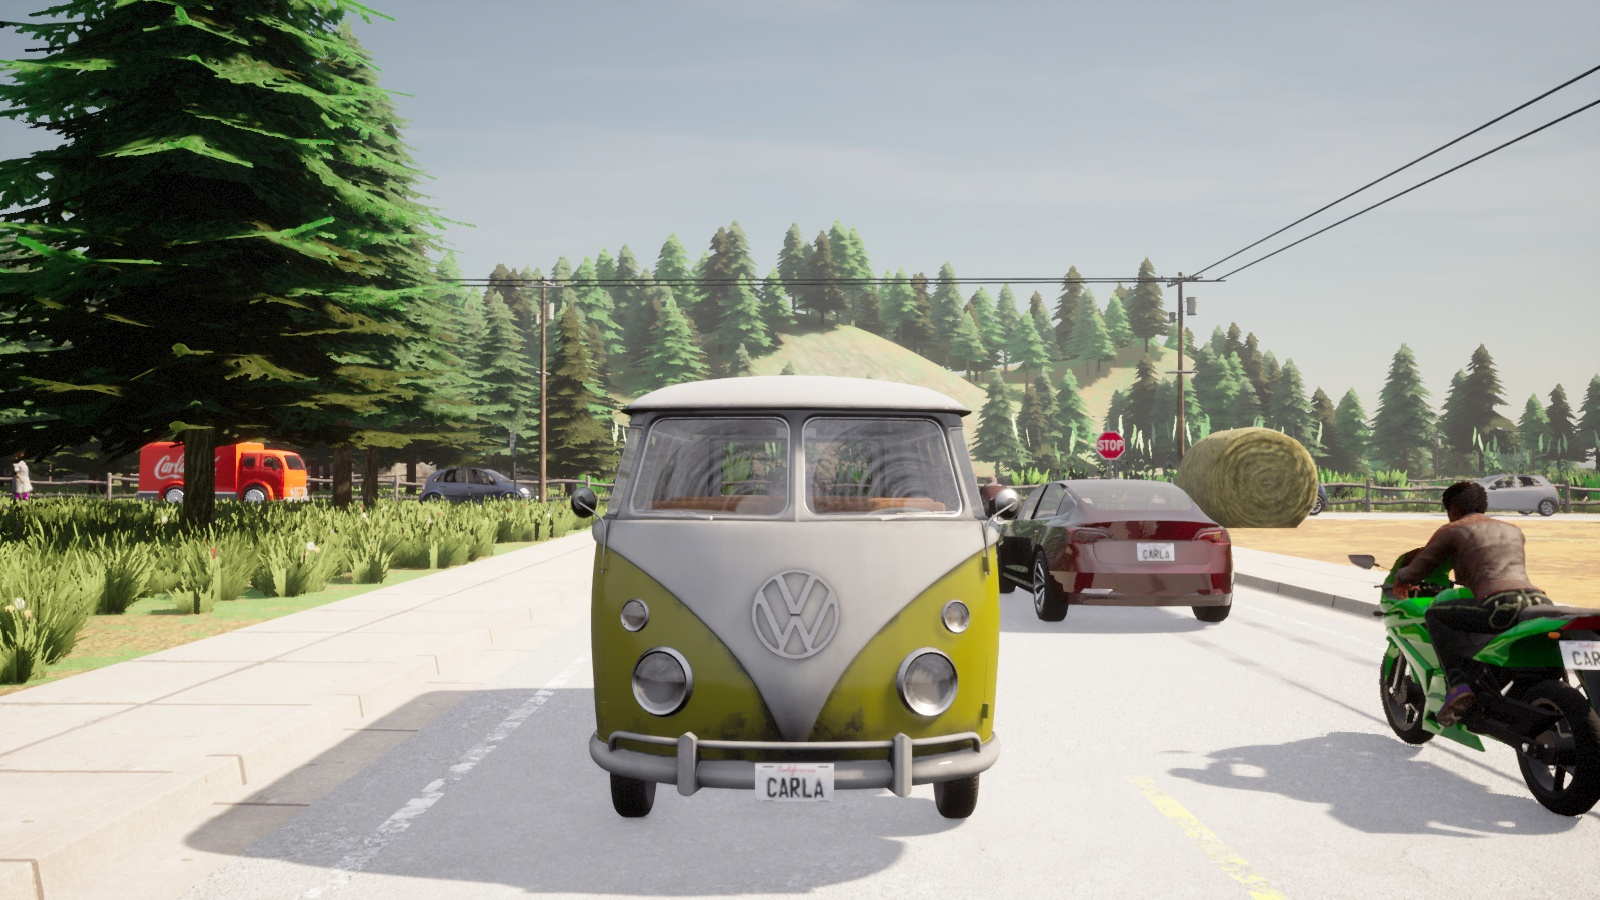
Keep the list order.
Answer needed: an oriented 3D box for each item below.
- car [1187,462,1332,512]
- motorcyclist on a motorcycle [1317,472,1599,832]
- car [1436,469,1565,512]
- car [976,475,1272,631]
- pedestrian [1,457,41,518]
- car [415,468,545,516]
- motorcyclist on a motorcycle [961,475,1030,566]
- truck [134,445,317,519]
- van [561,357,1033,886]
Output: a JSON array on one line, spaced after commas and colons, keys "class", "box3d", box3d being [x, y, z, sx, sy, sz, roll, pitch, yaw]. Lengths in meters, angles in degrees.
[{"class": "car", "box3d": [16.717, 1.340, 45.861, 4.553, 1.767, 2.097, 0, -1, 3]}, {"class": "motorcyclist on a motorcycle", "box3d": [3.484, 0.893, 6.462, 0.797, 1.523, 2.044, 0, 0, 0]}, {"class": "car", "box3d": [25.302, 1.454, 45.461, 3.633, 1.501, 1.845, 0, -1, 3]}, {"class": "car", "box3d": [3.466, 1.044, 14.535, 2.163, 1.488, 4.792, 0, -1, 0]}, {"class": "pedestrian", "box3d": [-25.111, 1.218, 40.493, 0.873, 1.952, 0.659, 0, -1, 0]}, {"class": "car", "box3d": [-11.075, 1.453, 43.640, 3.988, 1.617, 1.851, 0, -1, 3]}, {"class": "motorcyclist on a motorcycle", "box3d": [3.447, 1.210, 22.362, 0.866, 1.530, 2.191, 0, -1, 0]}, {"class": "truck", "box3d": [-20.062, 1.111, 44.039, 5.204, 2.467, 2.627, 0, -1, 2]}, {"class": "van", "box3d": [-0.017, 0.685, 6.964, 1.775, 1.987, 4.442, 0, -1, 0]}]
